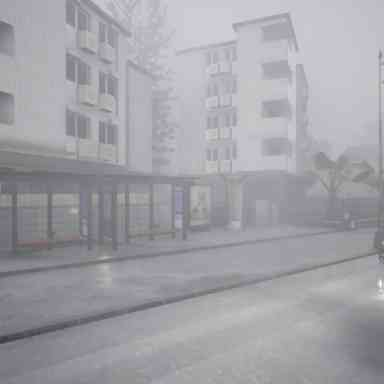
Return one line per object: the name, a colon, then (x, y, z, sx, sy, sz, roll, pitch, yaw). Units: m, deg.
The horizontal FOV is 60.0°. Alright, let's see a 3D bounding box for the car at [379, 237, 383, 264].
car: (7.663, 1.491, 10.336, 4.902, 1.511, 2.128, 0, 0, -36)
